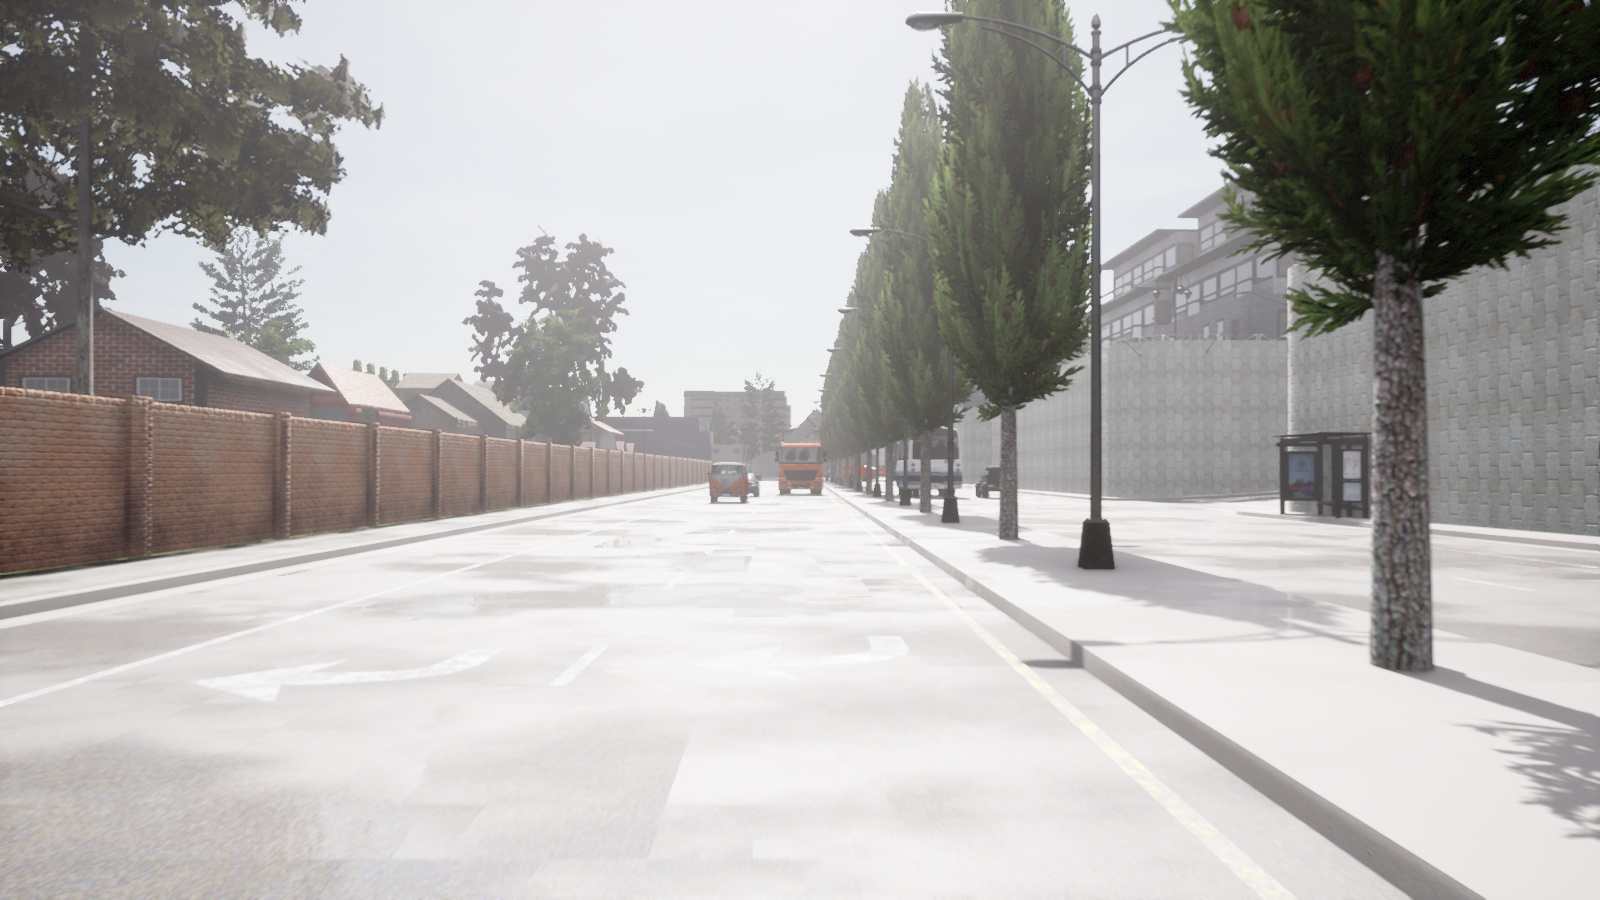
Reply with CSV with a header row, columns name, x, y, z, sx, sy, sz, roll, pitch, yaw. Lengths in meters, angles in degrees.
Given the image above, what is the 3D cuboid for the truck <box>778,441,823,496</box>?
name,x,y,z,sx,sy,sz,roll,pitch,yaw
truck,0.047,1.240,84.085,2.891,3.462,7.936,0,-1,0

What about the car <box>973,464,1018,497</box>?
name,x,y,z,sx,sy,sz,roll,pitch,yaw
car,11.572,1.811,74.524,1.905,1.878,3.866,0,-1,-2

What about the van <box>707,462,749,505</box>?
name,x,y,z,sx,sy,sz,roll,pitch,yaw
van,-3.462,1.607,61.261,1.775,1.987,4.442,0,-1,0

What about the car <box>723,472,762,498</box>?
name,x,y,z,sx,sy,sz,roll,pitch,yaw
car,-3.453,2.106,76.315,2.163,1.488,4.792,0,-1,0

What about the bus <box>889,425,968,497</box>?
name,x,y,z,sx,sy,sz,roll,pitch,yaw
bus,8.044,0.748,80.172,3.944,4.253,10.273,0,-1,0
